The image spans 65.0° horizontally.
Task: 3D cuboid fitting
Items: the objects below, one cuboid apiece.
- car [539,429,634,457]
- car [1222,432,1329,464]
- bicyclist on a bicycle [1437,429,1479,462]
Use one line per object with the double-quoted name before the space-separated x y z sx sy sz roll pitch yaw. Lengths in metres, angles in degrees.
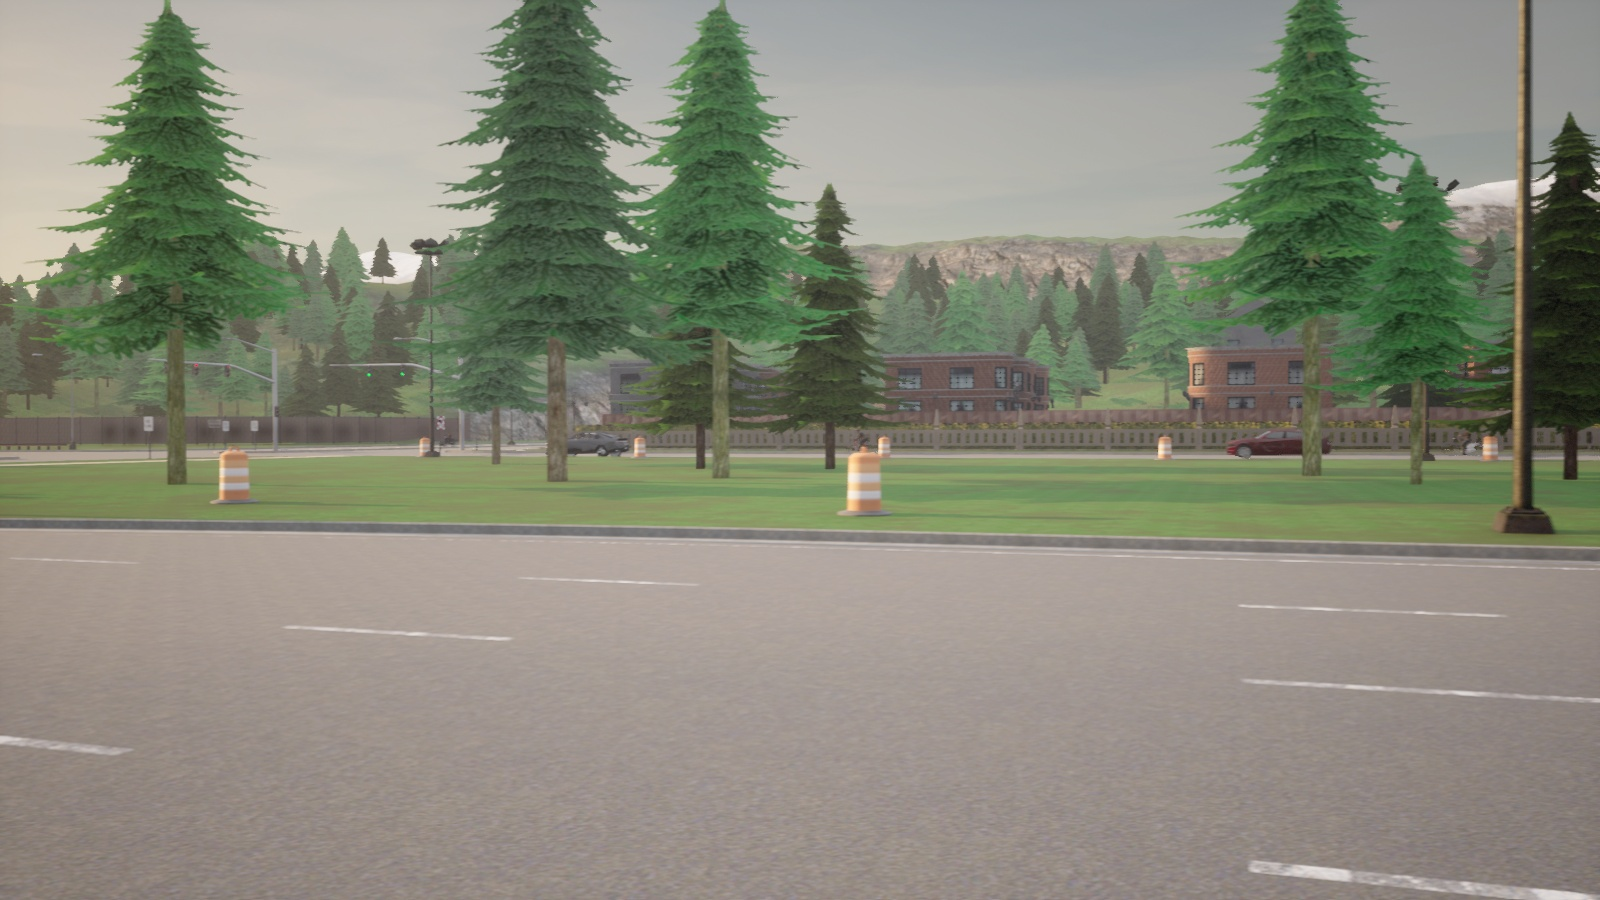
"car" -12.253 -0.418 72.116 4.902 1.511 2.128 1 1 18
"car" 24.051 -0.126 63.701 5.008 1.535 1.882 1 1 18
"bicyclist on a bicycle" 35.273 -0.249 67.336 1.843 1.776 0.659 1 1 18
